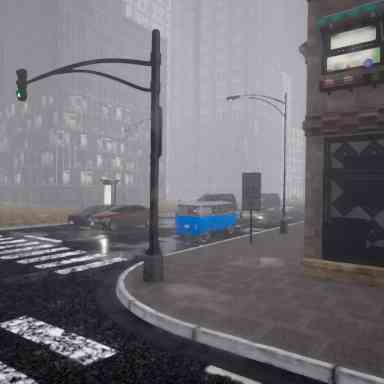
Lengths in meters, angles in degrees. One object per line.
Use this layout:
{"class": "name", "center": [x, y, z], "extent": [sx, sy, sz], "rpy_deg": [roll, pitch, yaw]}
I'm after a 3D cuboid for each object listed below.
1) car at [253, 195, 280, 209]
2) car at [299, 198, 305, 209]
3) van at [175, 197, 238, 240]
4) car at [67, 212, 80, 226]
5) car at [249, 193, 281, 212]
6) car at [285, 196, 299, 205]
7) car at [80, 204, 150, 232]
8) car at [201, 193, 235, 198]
{"class": "car", "center": [10.001, 1.293, 44.422], "extent": [1.967, 1.590, 4.097], "rpy_deg": [1, 1, 35]}
{"class": "car", "center": [15.619, 1.463, 42.433], "extent": [1.812, 1.442, 4.674], "rpy_deg": [1, 1, 36]}
{"class": "van", "center": [0.829, 1.368, 17.011], "extent": [1.690, 1.788, 3.998], "rpy_deg": [1, 1, 35]}
{"class": "car", "center": [-6.008, 1.467, 21.864], "extent": [1.947, 1.339, 4.313], "rpy_deg": [1, 1, 35]}
{"class": "car", "center": [8.076, 1.125, 37.201], "extent": [2.150, 2.045, 5.566], "rpy_deg": [1, 1, 36]}
{"class": "car", "center": [16.306, 1.364, 53.309], "extent": [1.752, 1.417, 4.829], "rpy_deg": [1, 1, 35]}
{"class": "car", "center": [-4.066, 1.466, 20.120], "extent": [1.812, 1.442, 4.674], "rpy_deg": [1, 1, 37]}
{"class": "car", "center": [1.884, 1.143, 28.499], "extent": [2.150, 2.045, 5.566], "rpy_deg": [1, 1, 36]}
